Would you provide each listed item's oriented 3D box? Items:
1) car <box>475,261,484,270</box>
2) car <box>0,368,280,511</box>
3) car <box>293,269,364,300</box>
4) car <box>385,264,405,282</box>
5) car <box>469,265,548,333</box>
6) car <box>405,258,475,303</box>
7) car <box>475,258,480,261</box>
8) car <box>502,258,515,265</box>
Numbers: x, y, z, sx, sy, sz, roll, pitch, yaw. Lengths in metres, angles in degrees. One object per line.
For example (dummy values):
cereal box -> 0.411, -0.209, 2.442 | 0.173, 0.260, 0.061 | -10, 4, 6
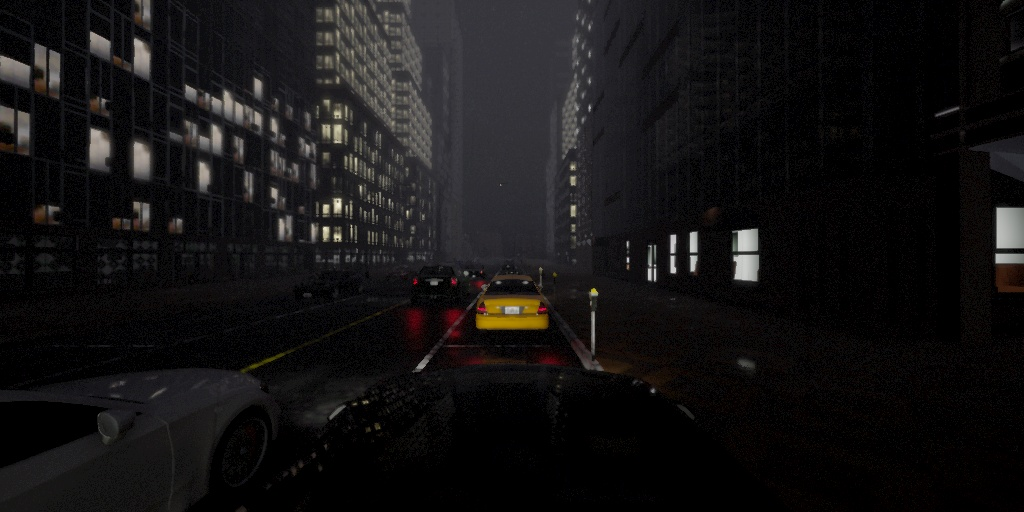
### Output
car -> -3.145, 1.358, 31.692 | 1.895, 1.301, 4.718 | 0, 0, 0
car -> -3.145, 1.275, 1.499 | 1.812, 1.442, 4.674 | 0, 0, 0
car -> -8.836, 1.313, 17.650 | 1.948, 1.339, 4.313 | 0, 0, 0
car -> -8.835, 1.324, 29.033 | 1.802, 1.307, 4.207 | 0, 0, 0
car -> 0.004, 1.206, 10.689 | 1.801, 1.575, 5.366 | 0, 0, 0
car -> -3.145, 1.114, 16.632 | 2.097, 1.767, 4.553 | 0, 0, 0
car -> -6.146, 1.329, 50.662 | 1.994, 1.385, 4.181 | 0, 0, 0
car -> -0.455, 1.297, 46.099 | 1.948, 1.339, 4.313 | 0, 0, 0
